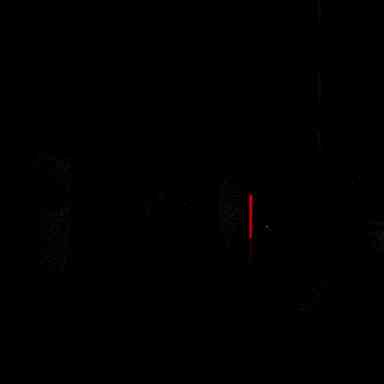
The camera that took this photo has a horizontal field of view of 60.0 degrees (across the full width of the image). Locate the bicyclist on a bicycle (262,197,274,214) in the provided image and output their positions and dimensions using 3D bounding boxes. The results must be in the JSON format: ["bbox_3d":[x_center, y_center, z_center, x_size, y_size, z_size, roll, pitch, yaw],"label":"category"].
[{"bbox_3d":[7.369,1.352,32.091,1.656,1.620,0.582,0,0,-36],"label":"bicyclist on a bicycle"}]
